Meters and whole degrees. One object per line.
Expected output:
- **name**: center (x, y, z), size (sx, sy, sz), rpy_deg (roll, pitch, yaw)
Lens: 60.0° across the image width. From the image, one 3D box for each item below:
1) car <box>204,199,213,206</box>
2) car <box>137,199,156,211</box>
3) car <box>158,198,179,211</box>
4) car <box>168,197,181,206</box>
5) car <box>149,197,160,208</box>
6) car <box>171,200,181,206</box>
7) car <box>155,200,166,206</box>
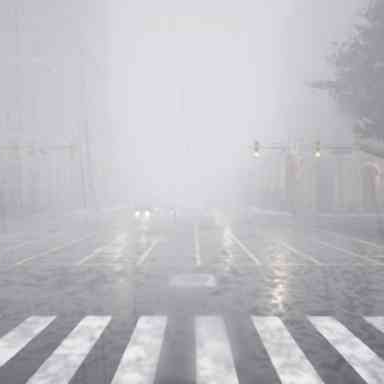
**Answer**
- **car**: center (3.667, 2.334, 74.126), size (2.128, 1.511, 4.902), rpy_deg (0, -1, 1)
- **car**: center (-7.099, 2.149, 50.247), size (1.895, 1.301, 4.718), rpy_deg (0, -1, 0)
- **car**: center (-3.600, 2.107, 51.227), size (2.033, 1.411, 5.357), rpy_deg (0, -1, 0)
- **car**: center (-3.501, 1.891, 61.271), size (2.150, 2.045, 5.566), rpy_deg (0, -1, 1)
- **car**: center (-7.003, 1.891, 61.209), size (2.150, 2.045, 5.566), rpy_deg (0, -1, 1)
- **car**: center (-3.365, 2.328, 71.099), size (1.994, 1.385, 4.181), rpy_deg (0, -1, 1)
- **car**: center (-6.841, 2.396, 73.422), size (1.895, 1.301, 4.718), rpy_deg (0, -1, 1)
